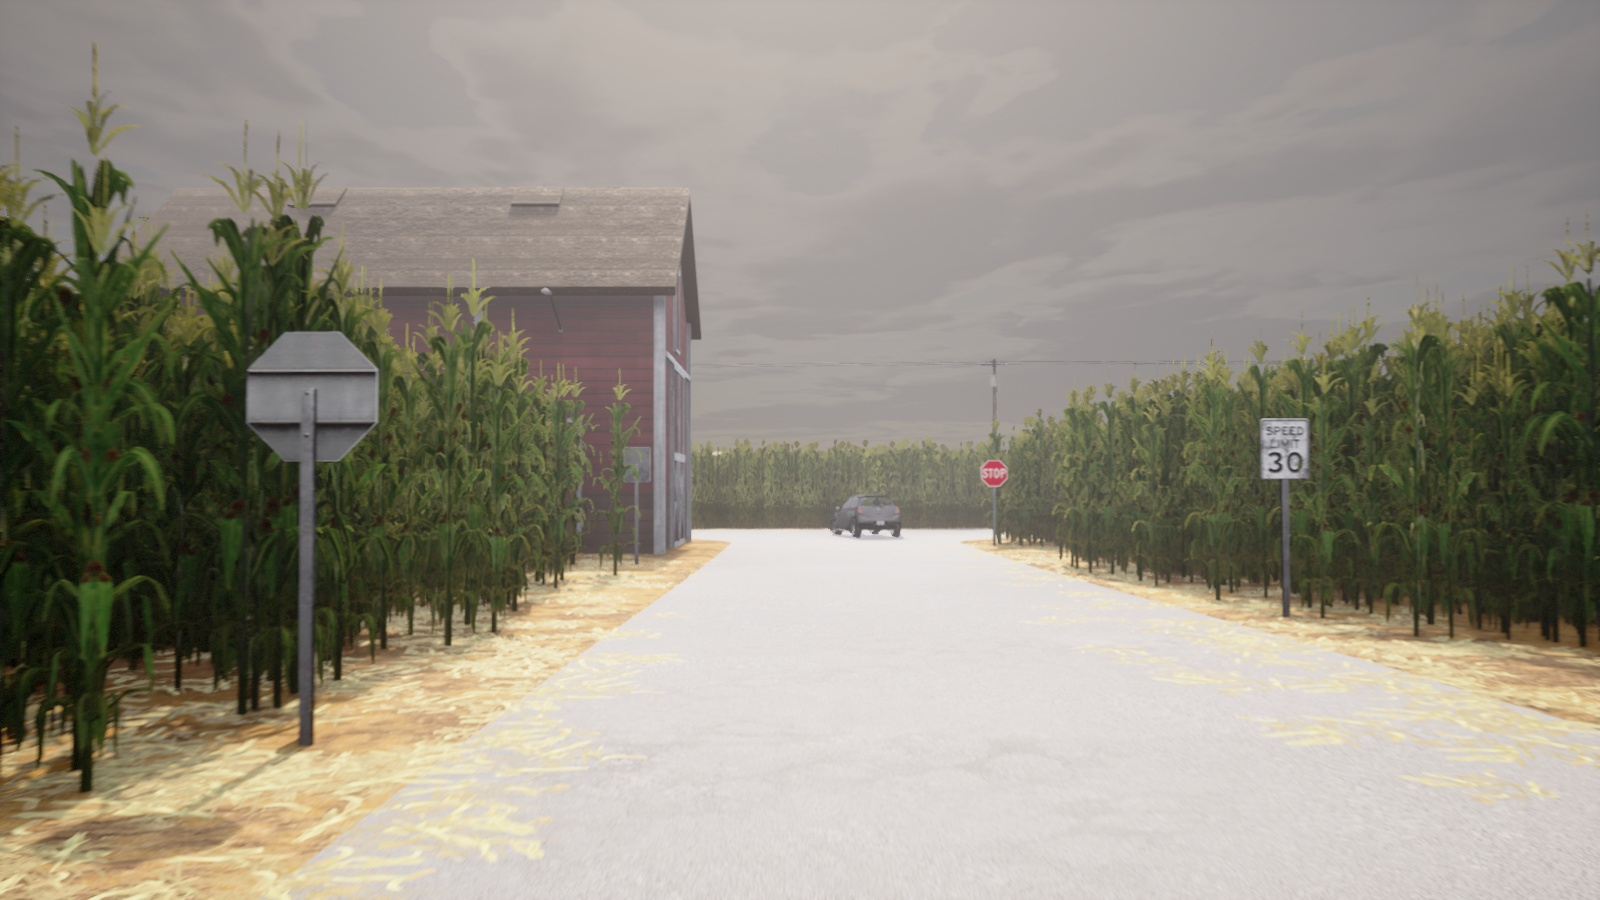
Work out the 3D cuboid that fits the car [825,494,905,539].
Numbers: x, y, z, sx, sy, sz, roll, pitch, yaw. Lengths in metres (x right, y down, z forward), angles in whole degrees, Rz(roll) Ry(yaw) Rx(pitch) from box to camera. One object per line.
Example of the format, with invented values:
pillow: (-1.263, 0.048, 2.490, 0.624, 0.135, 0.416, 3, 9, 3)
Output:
car: (2.290, 2.325, 44.870, 1.845, 1.501, 3.633, 0, -2, -14)
